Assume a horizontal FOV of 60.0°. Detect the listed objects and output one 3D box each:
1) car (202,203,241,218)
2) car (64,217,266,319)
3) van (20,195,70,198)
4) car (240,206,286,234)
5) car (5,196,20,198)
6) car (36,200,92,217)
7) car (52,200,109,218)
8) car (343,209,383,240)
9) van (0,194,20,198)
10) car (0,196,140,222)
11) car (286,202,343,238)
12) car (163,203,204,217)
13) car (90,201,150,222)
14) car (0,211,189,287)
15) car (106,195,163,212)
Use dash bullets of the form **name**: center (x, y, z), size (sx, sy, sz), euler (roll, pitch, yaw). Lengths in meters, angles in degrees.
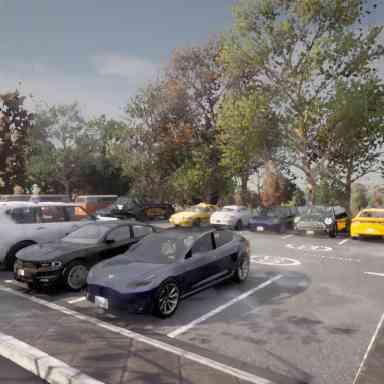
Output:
- **car**: center (2.949, 1.613, 21.939), size (2.002, 1.452, 4.674), euler (0, 0, 36)
- **car**: center (-0.267, 1.629, 8.078), size (2.163, 1.488, 4.792), euler (0, 0, 36)
- **van**: center (-15.028, 1.310, 34.857), size (1.878, 1.987, 4.442), euler (0, 0, 36)
- **car**: center (5.175, 1.611, 20.291), size (2.163, 1.488, 4.792), euler (0, 0, 36)
- **car**: center (-17.215, 1.548, 36.585), size (2.097, 1.535, 5.008), euler (0, 0, 36)
- **car**: center (-12.719, 1.557, 33.351), size (2.163, 1.488, 4.792), euler (0, 0, 36)
- **car**: center (-10.583, 1.554, 31.801), size (2.163, 1.488, 4.792), euler (0, 0, 36)
- **car**: center (9.573, 1.600, 17.128), size (2.097, 1.535, 5.008), euler (0, 0, 36)
- **van**: center (-19.392, 1.337, 38.303), size (1.878, 1.987, 4.442), euler (0, 0, 36)
- **car**: center (-4.725, 1.329, 11.386), size (2.435, 2.045, 5.566), euler (0, 0, 36)
- **car**: center (7.352, 1.465, 18.785), size (2.185, 1.767, 4.553), euler (0, 0, 36)
- **car**: center (0.600, 1.560, 23.419), size (1.946, 1.575, 5.366), euler (0, 0, 36)
- **car**: center (-6.032, 1.565, 28.427), size (2.163, 1.488, 4.792), euler (0, 0, 36)
- **car**: center (-2.493, 1.590, 9.737), size (2.097, 1.535, 5.008), euler (0, 0, 36)
- **car**: center (-3.757, 1.293, 26.845), size (2.435, 2.045, 5.566), euler (0, 0, 36)
